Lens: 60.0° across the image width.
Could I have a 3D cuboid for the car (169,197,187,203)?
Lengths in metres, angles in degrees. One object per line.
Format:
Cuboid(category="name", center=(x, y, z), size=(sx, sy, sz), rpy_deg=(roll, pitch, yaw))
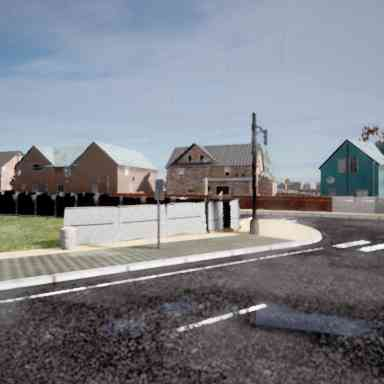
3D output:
Cuboid(category="car", center=(-0.891, 1.116, 25.422), size=(4.674, 1.442, 1.812), rpy_deg=(1, 1, 21))
